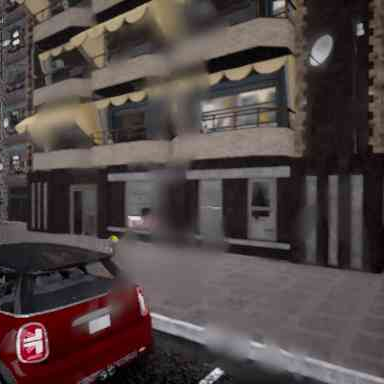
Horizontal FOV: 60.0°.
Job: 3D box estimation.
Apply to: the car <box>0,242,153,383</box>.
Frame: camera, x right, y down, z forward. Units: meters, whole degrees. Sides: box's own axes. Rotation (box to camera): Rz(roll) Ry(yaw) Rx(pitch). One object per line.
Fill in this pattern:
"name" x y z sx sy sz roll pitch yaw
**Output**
"car" -2.569 1.440 4.704 4.097 1.590 1.967 0 0 35
